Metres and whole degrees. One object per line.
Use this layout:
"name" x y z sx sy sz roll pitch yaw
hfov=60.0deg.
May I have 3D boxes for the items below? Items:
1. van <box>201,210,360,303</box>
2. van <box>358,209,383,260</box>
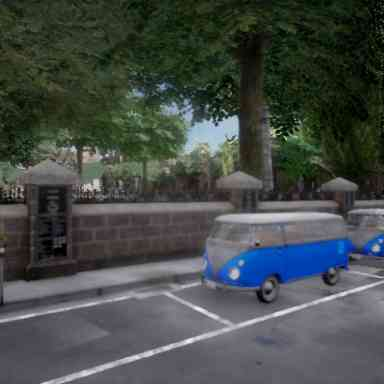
"van" 2.108 1.400 8.041 3.998 1.788 1.690 1 -1 -36
"van" 6.714 1.452 11.326 3.998 1.788 1.690 1 -1 -36
